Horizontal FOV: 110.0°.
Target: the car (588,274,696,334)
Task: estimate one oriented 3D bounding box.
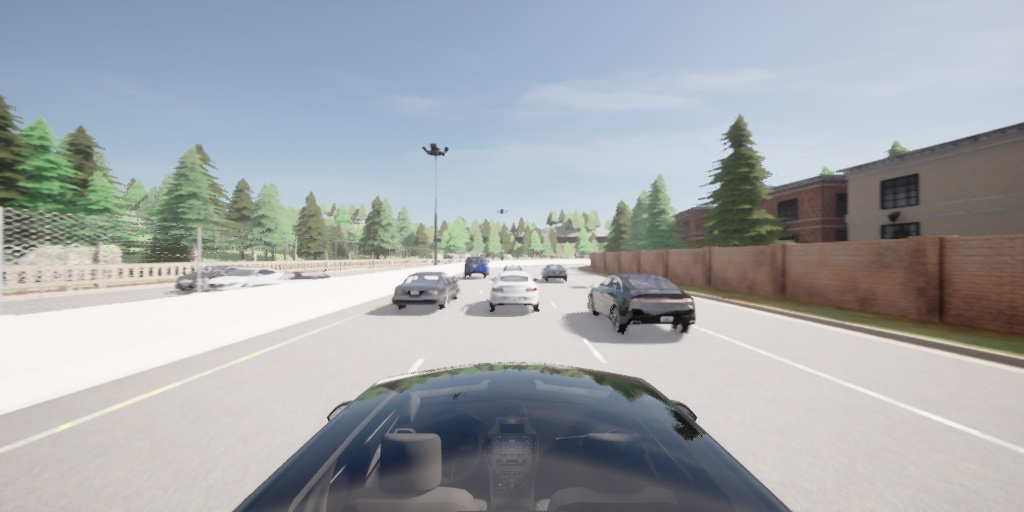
[{"bbox_3d":[3.595,1.268,10.754,2.128,1.511,4.902,0,0,0],"label":"car"}]

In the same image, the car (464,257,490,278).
[{"bbox_3d":[-3.421,1.069,35.277,2.150,2.045,5.566,0,0,0],"label":"car"}]

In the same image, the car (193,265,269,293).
[{"bbox_3d":[-14.102,1.326,19.338,1.812,1.442,4.674,0,0,0],"label":"car"}]

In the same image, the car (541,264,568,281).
[{"bbox_3d":[3.582,1.382,30.774,2.033,1.411,5.357,0,0,0],"label":"car"}]

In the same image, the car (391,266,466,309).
[{"bbox_3d":[-3.408,1.336,15.062,2.033,1.411,5.357,0,0,0],"label":"car"}]

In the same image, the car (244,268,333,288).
[{"bbox_3d":[-10.610,1.397,17.965,1.895,1.301,4.718,0,0,0],"label":"car"}]

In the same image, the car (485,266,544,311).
[{"bbox_3d":[0.079,1.313,14.535,1.812,1.442,4.674,0,0,0],"label":"car"}]

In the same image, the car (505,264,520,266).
[{"bbox_3d":[0.080,1.446,34.611,1.895,1.301,4.718,0,0,0],"label":"car"}]

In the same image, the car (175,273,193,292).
[{"bbox_3d":[-17.610,1.298,21.750,2.128,1.511,4.902,0,0,0],"label":"car"}]
